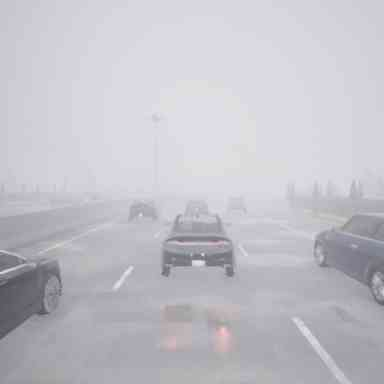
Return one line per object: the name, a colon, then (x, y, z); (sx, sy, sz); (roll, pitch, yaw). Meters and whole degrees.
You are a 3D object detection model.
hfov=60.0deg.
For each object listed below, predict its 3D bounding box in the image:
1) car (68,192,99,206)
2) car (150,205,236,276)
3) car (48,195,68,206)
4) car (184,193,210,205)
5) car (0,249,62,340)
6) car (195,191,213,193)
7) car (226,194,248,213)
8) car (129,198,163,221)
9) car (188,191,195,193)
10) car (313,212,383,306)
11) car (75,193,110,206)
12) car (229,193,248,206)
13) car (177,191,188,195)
car: (-12.412, 0.794, 39.784); (2.097, 1.767, 4.553); (0, 1, 9)
car: (0.158, 1.357, 9.901); (2.128, 1.511, 4.902); (0, 1, 0)
car: (-15.774, 1.023, 41.265); (1.895, 1.301, 4.718); (0, 1, 10)
car: (0.482, 1.111, 28.028); (2.128, 1.511, 4.902); (0, 1, 3)
car: (-3.378, 1.423, 4.393); (2.128, 1.511, 4.902); (0, 1, 0)
car: (3.241, 0.482, 73.303); (1.837, 1.490, 4.892); (0, 1, 29)
car: (4.159, 1.126, 31.199); (2.033, 1.411, 5.357); (0, 1, 6)
car: (-3.206, 1.180, 23.556); (1.837, 1.490, 4.892); (0, 1, 1)
car: (1.718, 0.301, 77.601); (1.812, 1.442, 4.674); (0, 1, 32)
car: (4.595, 1.254, 7.932); (2.097, 1.767, 4.553); (0, 1, 0)
car: (-9.728, 1.120, 34.115); (1.895, 1.301, 4.718); (0, 1, 6)
car: (6.060, 0.928, 43.130); (1.812, 1.442, 4.674); (0, 1, 15)
car: (-1.451, 0.399, 79.135); (2.033, 1.411, 5.357); (0, 1, 32)
